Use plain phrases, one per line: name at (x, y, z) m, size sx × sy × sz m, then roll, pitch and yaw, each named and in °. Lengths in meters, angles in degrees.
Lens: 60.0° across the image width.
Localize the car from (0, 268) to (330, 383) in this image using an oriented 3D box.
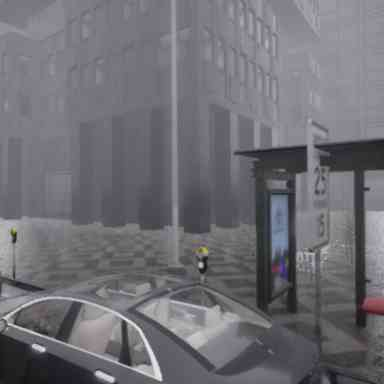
car at (-0.886, 1.576, 3.596) m, size 4.403 × 1.369 × 2.008 m, roll -1°, pitch 0°, yaw 36°
